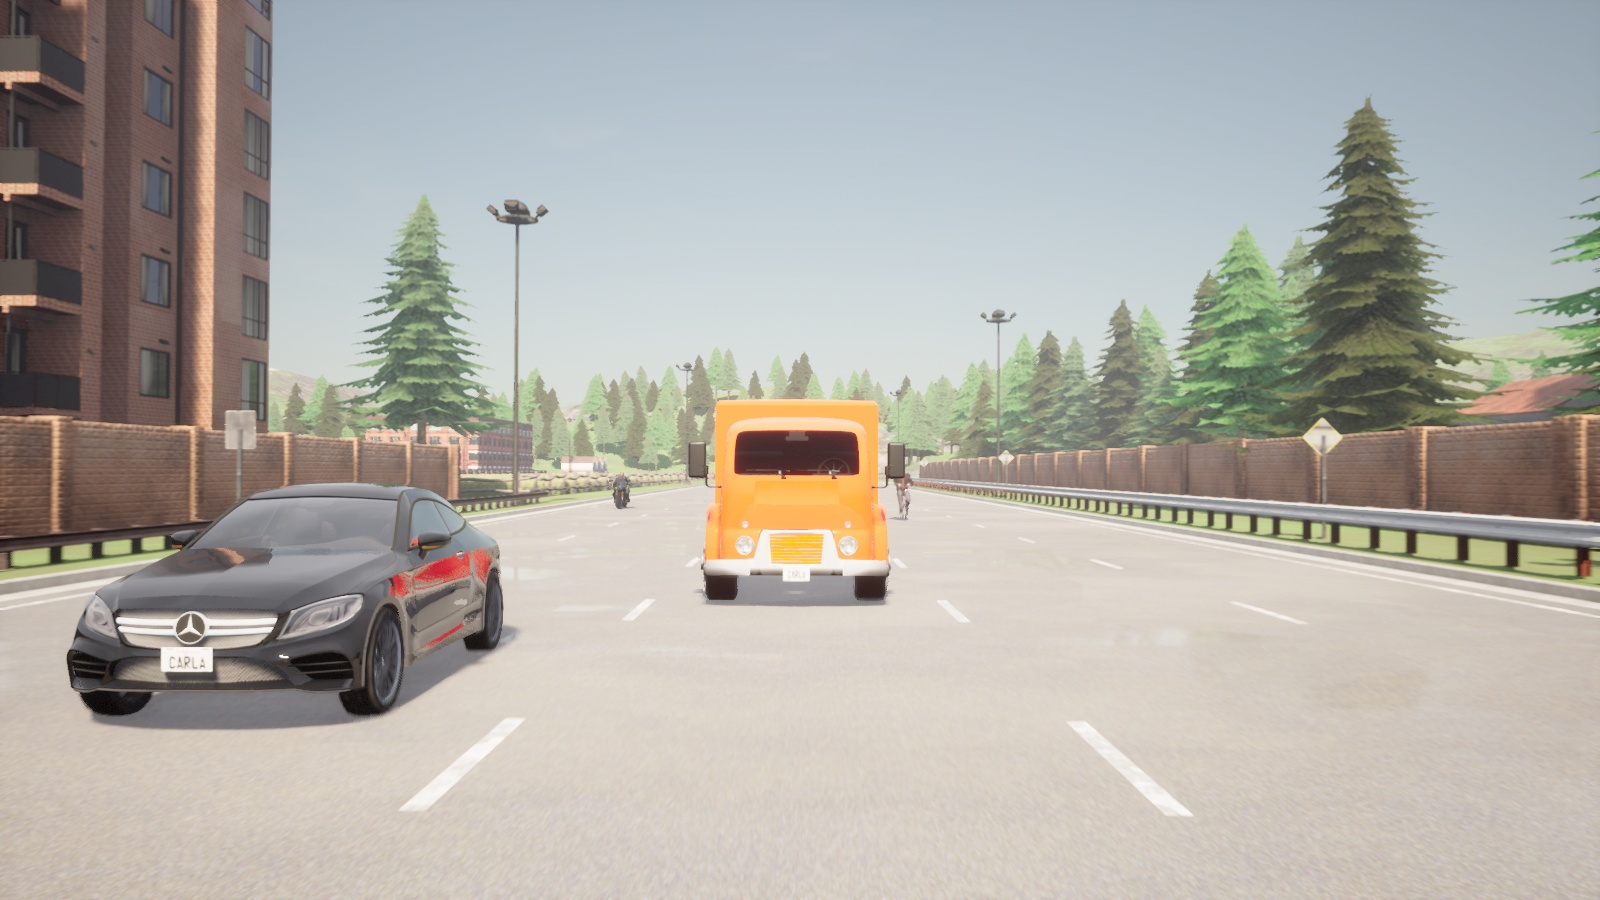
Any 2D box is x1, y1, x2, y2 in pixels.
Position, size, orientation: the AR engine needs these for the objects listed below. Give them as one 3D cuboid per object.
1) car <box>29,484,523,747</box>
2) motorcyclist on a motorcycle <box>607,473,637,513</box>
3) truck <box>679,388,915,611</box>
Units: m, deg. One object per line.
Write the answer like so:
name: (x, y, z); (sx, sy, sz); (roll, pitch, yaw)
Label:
car: (-3.517, 1.011, 9.531); (1.812, 1.442, 4.674); (0, -1, 0)
motorcyclist on a motorcycle: (-7.121, 1.708, 50.311); (0.866, 1.530, 2.191); (0, -1, 0)
truck: (-0.043, 0.606, 16.619); (2.627, 2.467, 5.204); (0, -1, 0)
